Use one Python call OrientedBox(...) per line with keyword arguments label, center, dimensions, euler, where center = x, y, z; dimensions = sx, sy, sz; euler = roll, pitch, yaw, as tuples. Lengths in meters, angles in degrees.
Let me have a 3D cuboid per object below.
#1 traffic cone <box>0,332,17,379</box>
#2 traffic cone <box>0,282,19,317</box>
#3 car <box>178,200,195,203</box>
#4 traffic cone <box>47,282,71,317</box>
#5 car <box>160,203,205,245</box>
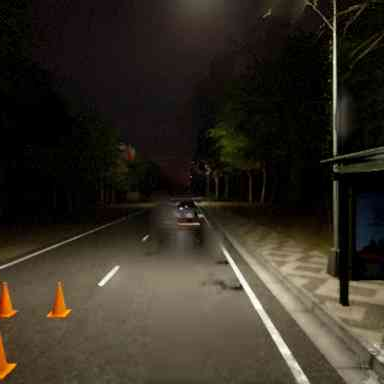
OrientedBox(label="traffic cone", center=(-2.450, 1.967, 4.176), dimensions=(0.340, 0.580, 0.340), euler=(0, 0, 0))
OrientedBox(label="traffic cone", center=(-3.464, 1.972, 6.168), dimensions=(0.340, 0.580, 0.340), euler=(0, 0, 0))
OrientedBox(label="car", center=(-0.592, 1.589, 37.558), dimensions=(1.994, 1.385, 4.181), euler=(0, 0, 0))
OrientedBox(label="traffic cone", center=(-2.465, 1.968, 6.176), dimensions=(0.340, 0.580, 0.340), euler=(0, 0, 0))
OrientedBox(label="car", center=(-0.425, 1.499, 15.592), dimensions=(2.128, 1.511, 4.902), euler=(0, 0, 0))
